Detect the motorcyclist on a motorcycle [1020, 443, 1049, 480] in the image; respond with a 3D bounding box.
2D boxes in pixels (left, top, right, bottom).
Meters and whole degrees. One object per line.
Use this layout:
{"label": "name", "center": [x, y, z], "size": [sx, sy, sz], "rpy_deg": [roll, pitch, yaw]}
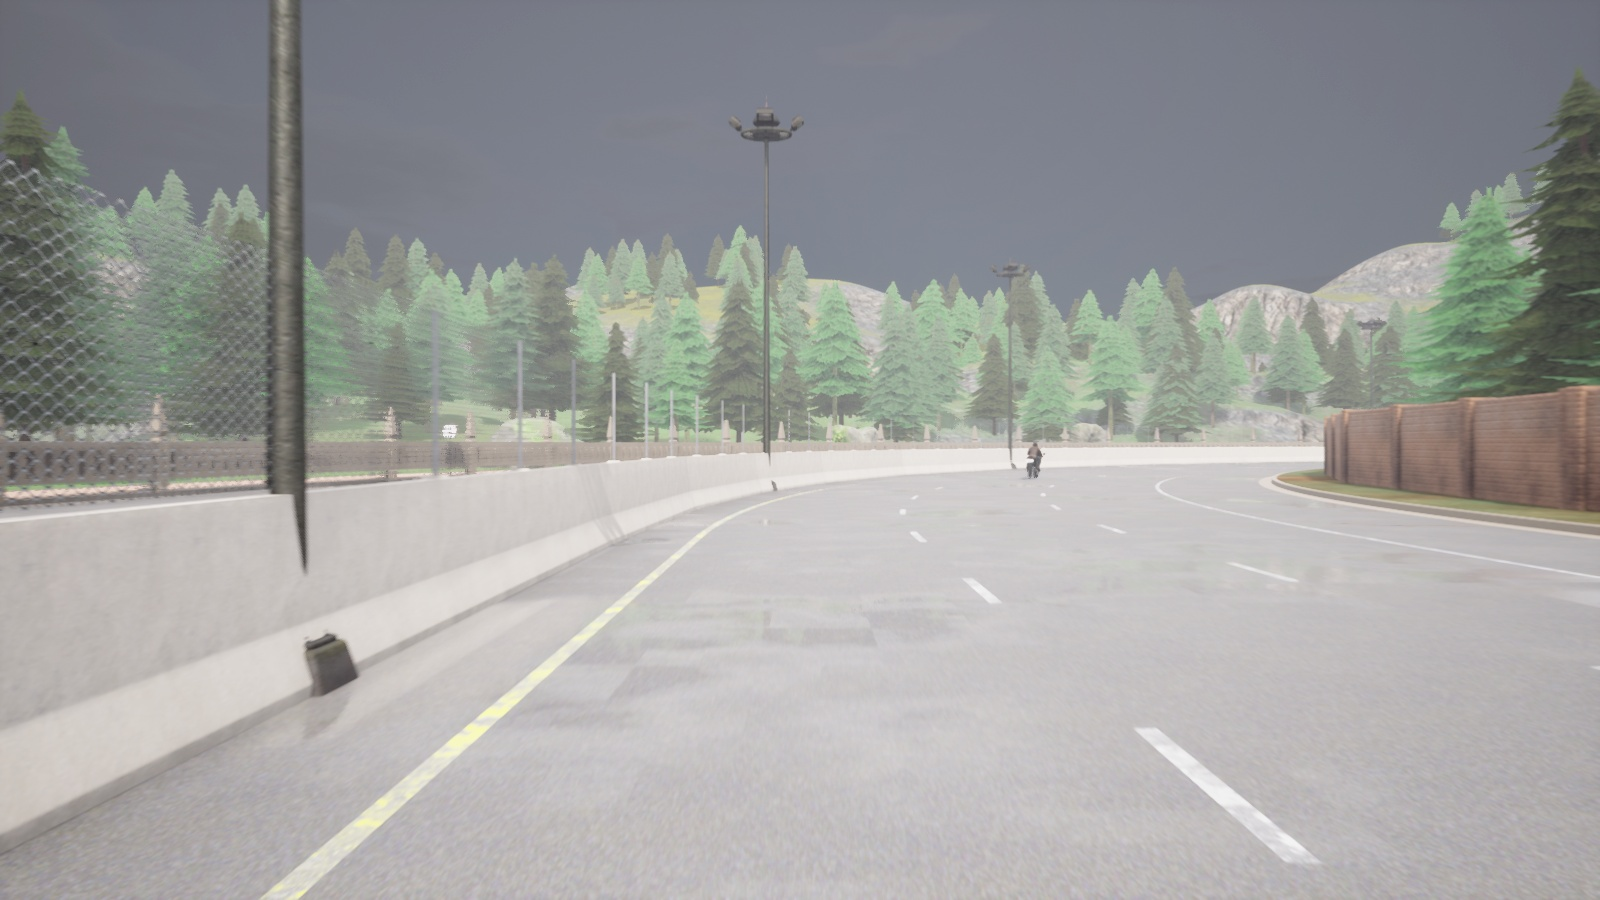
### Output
{"label": "motorcyclist on a motorcycle", "center": [9.772, 0.463, 52.274], "size": [0.797, 1.523, 2.044], "rpy_deg": [2, 1, 21]}
